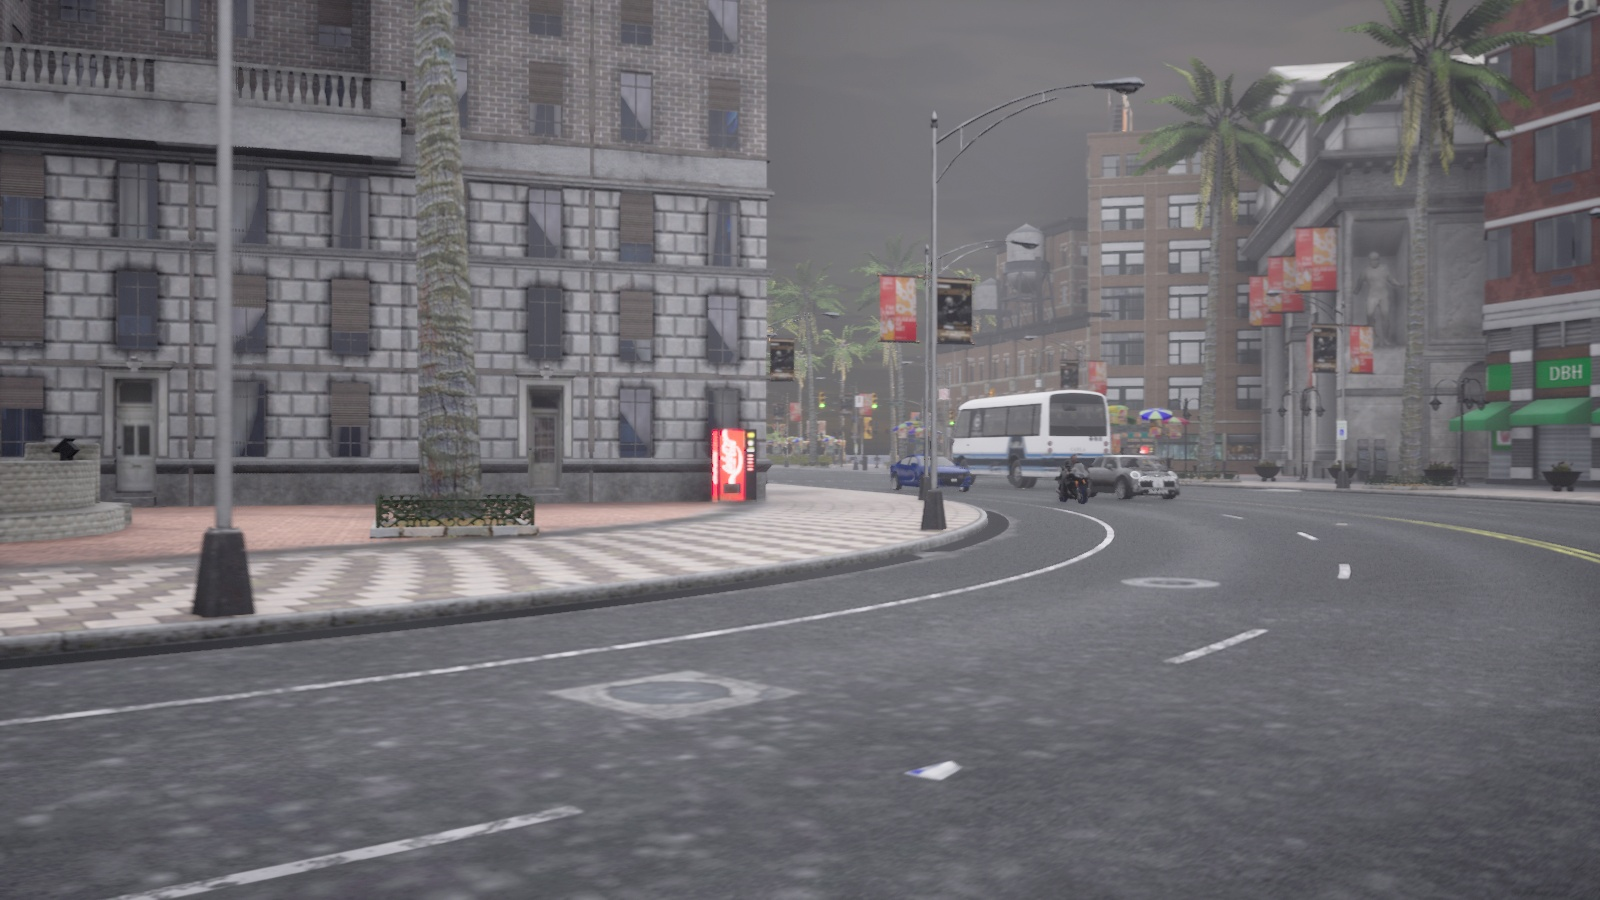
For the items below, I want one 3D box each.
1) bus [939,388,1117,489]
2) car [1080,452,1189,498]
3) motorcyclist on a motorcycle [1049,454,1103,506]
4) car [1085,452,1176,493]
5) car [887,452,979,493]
[{"bbox_3d":[10.303,-0.467,58.461,3.944,4.253,10.273,0,0,-17],"label":"bus"},{"bbox_3d":[11.208,0.819,42.313,1.970,1.475,3.806,0,0,-13],"label":"car"},{"bbox_3d":[8.381,0.883,38.284,0.866,1.530,2.191,0,0,-9],"label":"motorcyclist on a motorcycle"},{"bbox_3d":[12.948,0.851,49.375,1.789,1.549,3.705,0,0,-16],"label":"car"},{"bbox_3d":[5.287,0.875,50.598,1.882,1.535,5.008,0,0,-17],"label":"car"}]
